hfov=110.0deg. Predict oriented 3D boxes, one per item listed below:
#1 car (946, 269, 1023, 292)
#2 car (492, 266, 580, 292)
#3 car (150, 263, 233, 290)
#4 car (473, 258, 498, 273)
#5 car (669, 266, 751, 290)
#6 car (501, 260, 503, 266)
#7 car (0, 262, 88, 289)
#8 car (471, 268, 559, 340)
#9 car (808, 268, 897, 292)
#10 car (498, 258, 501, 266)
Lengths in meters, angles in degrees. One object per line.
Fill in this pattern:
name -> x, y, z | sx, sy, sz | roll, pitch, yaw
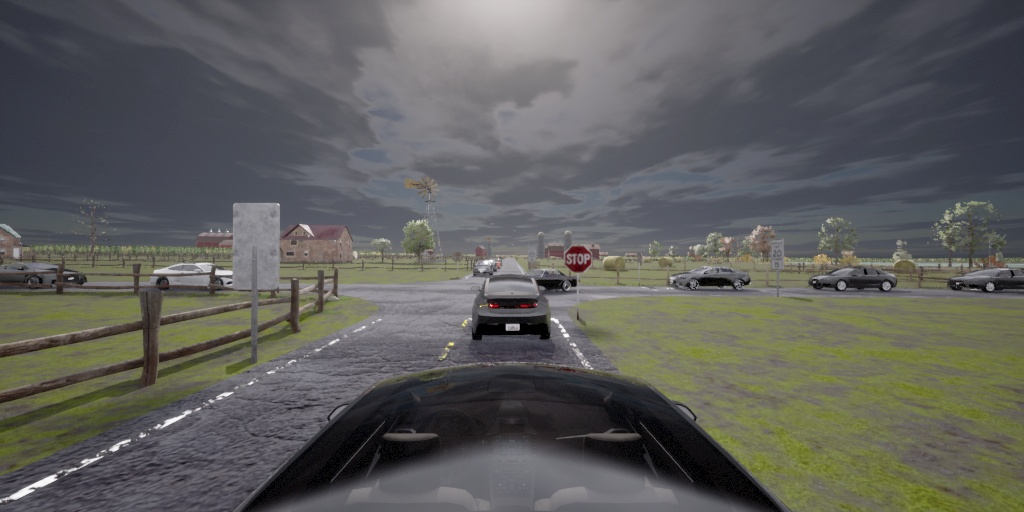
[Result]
car -> 31.682, 1.587, 23.579 | 4.892, 1.490, 1.837 | 1, -1, -1
car -> 1.482, 1.369, 20.029 | 4.718, 1.301, 1.895 | 1, 0, -35
car -> -17.261, 1.104, 19.921 | 4.674, 1.442, 1.812 | 1, -1, -1
car -> -2.897, 1.243, 36.901 | 2.128, 1.511, 4.902 | 0, 0, 0
car -> 12.778, 1.396, 23.269 | 4.902, 1.511, 2.128 | 1, -1, -2
car -> -2.915, 1.101, 56.233 | 2.097, 1.767, 4.553 | 0, 0, 0
car -> -26.381, 1.048, 19.790 | 4.181, 1.385, 1.994 | 1, -1, -1
car -> -0.082, 1.256, 9.981 | 1.837, 1.490, 4.892 | 0, 0, -2
car -> 22.179, 1.499, 23.449 | 4.892, 1.490, 1.837 | 1, -1, -1
car -> -2.901, 1.241, 46.242 | 2.128, 1.511, 4.902 | 0, 0, 0
